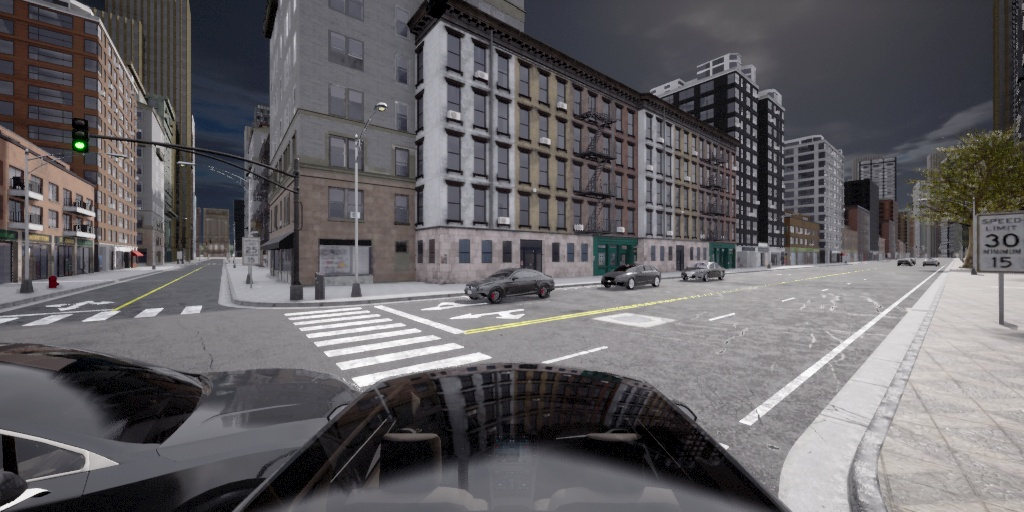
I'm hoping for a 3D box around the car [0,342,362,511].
[{"bbox_3d":[-3.218,1.257,1.811,4.892,1.490,1.837,0,0,-34],"label":"car"}]

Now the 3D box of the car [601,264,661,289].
[{"bbox_3d":[7.706,1.259,22.982,4.892,1.490,1.837,0,0,-39],"label":"car"}]

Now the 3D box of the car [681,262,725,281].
[{"bbox_3d":[15.731,1.236,29.434,4.902,1.511,2.128,0,0,-39],"label":"car"}]

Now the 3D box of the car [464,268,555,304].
[{"bbox_3d":[0.000,1.287,16.775,4.674,1.442,1.812,0,0,-39],"label":"car"}]
